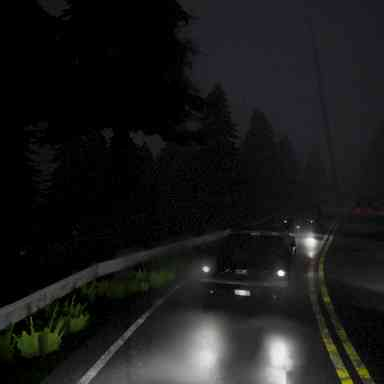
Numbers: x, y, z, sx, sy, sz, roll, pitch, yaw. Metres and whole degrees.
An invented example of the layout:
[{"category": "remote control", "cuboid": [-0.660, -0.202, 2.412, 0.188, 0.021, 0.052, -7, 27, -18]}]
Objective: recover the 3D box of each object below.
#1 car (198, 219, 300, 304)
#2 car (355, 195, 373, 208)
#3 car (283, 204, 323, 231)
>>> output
[{"category": "car", "cuboid": [1.641, 1.599, 8.437, 1.895, 1.301, 4.718, -1, 0, 18]}, {"category": "car", "cuboid": [20.817, 1.057, 40.172, 2.128, 1.511, 4.902, -2, 0, 28]}, {"category": "car", "cuboid": [6.824, 1.459, 20.158, 2.033, 1.411, 5.357, -2, 0, 26]}]
